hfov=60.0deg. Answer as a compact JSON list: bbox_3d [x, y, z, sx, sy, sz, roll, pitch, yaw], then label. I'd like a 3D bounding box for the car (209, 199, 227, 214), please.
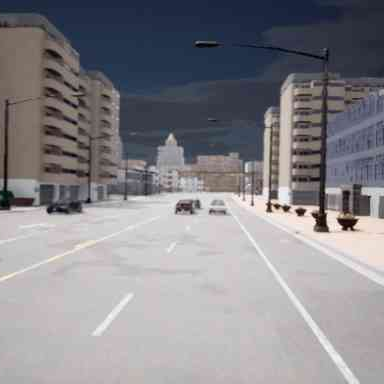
[{"bbox_3d":[2.870,1.753,36.926,1.895,1.301,4.718,1,0,5],"label":"car"}]

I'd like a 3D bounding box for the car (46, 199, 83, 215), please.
[{"bbox_3d":[-11.784,1.334,30.934,1.994,1.385,4.181,1,0,5],"label":"car"}]

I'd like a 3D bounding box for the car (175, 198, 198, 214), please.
[{"bbox_3d":[-0.694,1.568,36.302,1.837,1.490,4.892,1,0,5],"label":"car"}]

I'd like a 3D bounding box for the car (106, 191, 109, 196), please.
[{"bbox_3d":[-22.813,0.281,86.228,1.970,1.475,3.806,1,2,5],"label":"car"}]

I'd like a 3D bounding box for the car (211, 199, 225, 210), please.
[{"bbox_3d":[3.818,1.785,49.075,1.994,1.385,4.181,1,0,5],"label":"car"}]

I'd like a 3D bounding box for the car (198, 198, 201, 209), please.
[{"bbox_3d":[0.325,1.629,49.319,2.128,1.511,4.902,1,0,5],"label":"car"}]
